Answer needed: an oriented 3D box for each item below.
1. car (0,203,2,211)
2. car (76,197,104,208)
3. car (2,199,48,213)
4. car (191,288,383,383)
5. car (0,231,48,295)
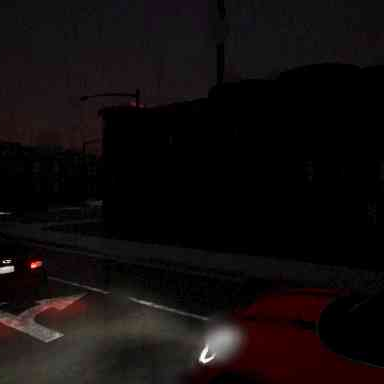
[{"bbox_3d":[-20.925,1.547,39.837,2.033,1.411,5.357,0,0,36],"label":"car"},{"bbox_3d":[-14.610,1.527,48.622,1.812,1.442,4.674,0,1,35],"label":"car"},{"bbox_3d":[-18.412,1.564,37.327,1.994,1.385,4.181,0,0,36],"label":"car"},{"bbox_3d":[2.183,1.352,2.440,4.553,1.767,2.097,0,0,36],"label":"car"},{"bbox_3d":[-5.566,1.547,7.940,5.357,1.411,2.033,0,0,38],"label":"car"}]
